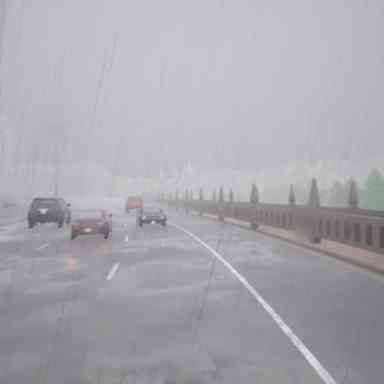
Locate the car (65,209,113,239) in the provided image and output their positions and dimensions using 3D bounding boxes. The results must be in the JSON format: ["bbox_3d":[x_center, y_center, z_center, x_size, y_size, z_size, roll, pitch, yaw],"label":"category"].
[{"bbox_3d":[-5.357,1.653,18.067,1.812,1.442,4.674,0,0,-10],"label":"car"}]

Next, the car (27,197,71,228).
[{"bbox_3d":[-10.125,1.397,23.915,2.150,2.045,5.566,0,0,-13],"label":"car"}]

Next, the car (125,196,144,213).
[{"bbox_3d":[-7.153,1.497,41.565,2.150,2.045,5.566,0,0,-12],"label":"car"}]

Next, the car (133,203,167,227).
[{"bbox_3d":[-3.096,1.761,24.509,1.895,1.301,4.718,0,0,-13],"label":"car"}]

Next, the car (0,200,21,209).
[{"bbox_3d":[-20.993,1.894,38.395,1.895,1.301,4.718,0,0,-14],"label":"car"}]

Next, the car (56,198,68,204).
[{"bbox_3d":[-30.764,2.156,78.864,1.895,1.301,4.718,0,0,-14],"label":"car"}]
